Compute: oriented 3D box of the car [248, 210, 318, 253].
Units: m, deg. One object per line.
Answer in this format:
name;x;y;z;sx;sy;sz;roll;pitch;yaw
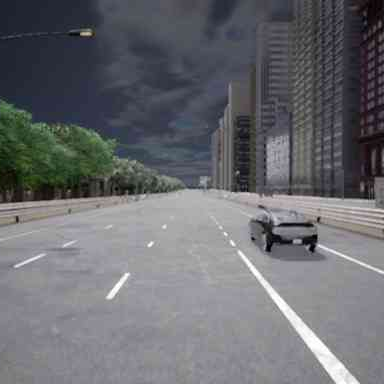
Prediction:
car;3.541;1.462;13.642;2.128;1.511;4.902;0;0;0
